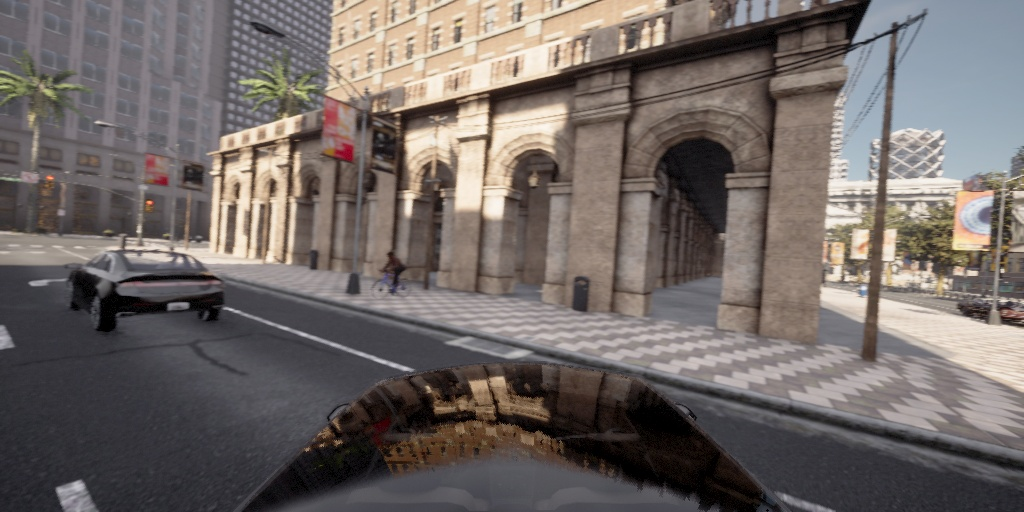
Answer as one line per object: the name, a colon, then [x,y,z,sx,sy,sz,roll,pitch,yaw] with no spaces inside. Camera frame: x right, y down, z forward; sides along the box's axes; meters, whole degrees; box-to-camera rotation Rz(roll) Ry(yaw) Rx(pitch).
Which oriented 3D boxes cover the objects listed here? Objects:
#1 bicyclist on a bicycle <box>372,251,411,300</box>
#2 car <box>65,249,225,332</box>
bicyclist on a bicycle: [-4.087,0.672,12.328,0.582,1.620,1.656,4,1,33]
car: [-8.393,0.599,8.168,4.902,1.511,2.128,4,1,33]
